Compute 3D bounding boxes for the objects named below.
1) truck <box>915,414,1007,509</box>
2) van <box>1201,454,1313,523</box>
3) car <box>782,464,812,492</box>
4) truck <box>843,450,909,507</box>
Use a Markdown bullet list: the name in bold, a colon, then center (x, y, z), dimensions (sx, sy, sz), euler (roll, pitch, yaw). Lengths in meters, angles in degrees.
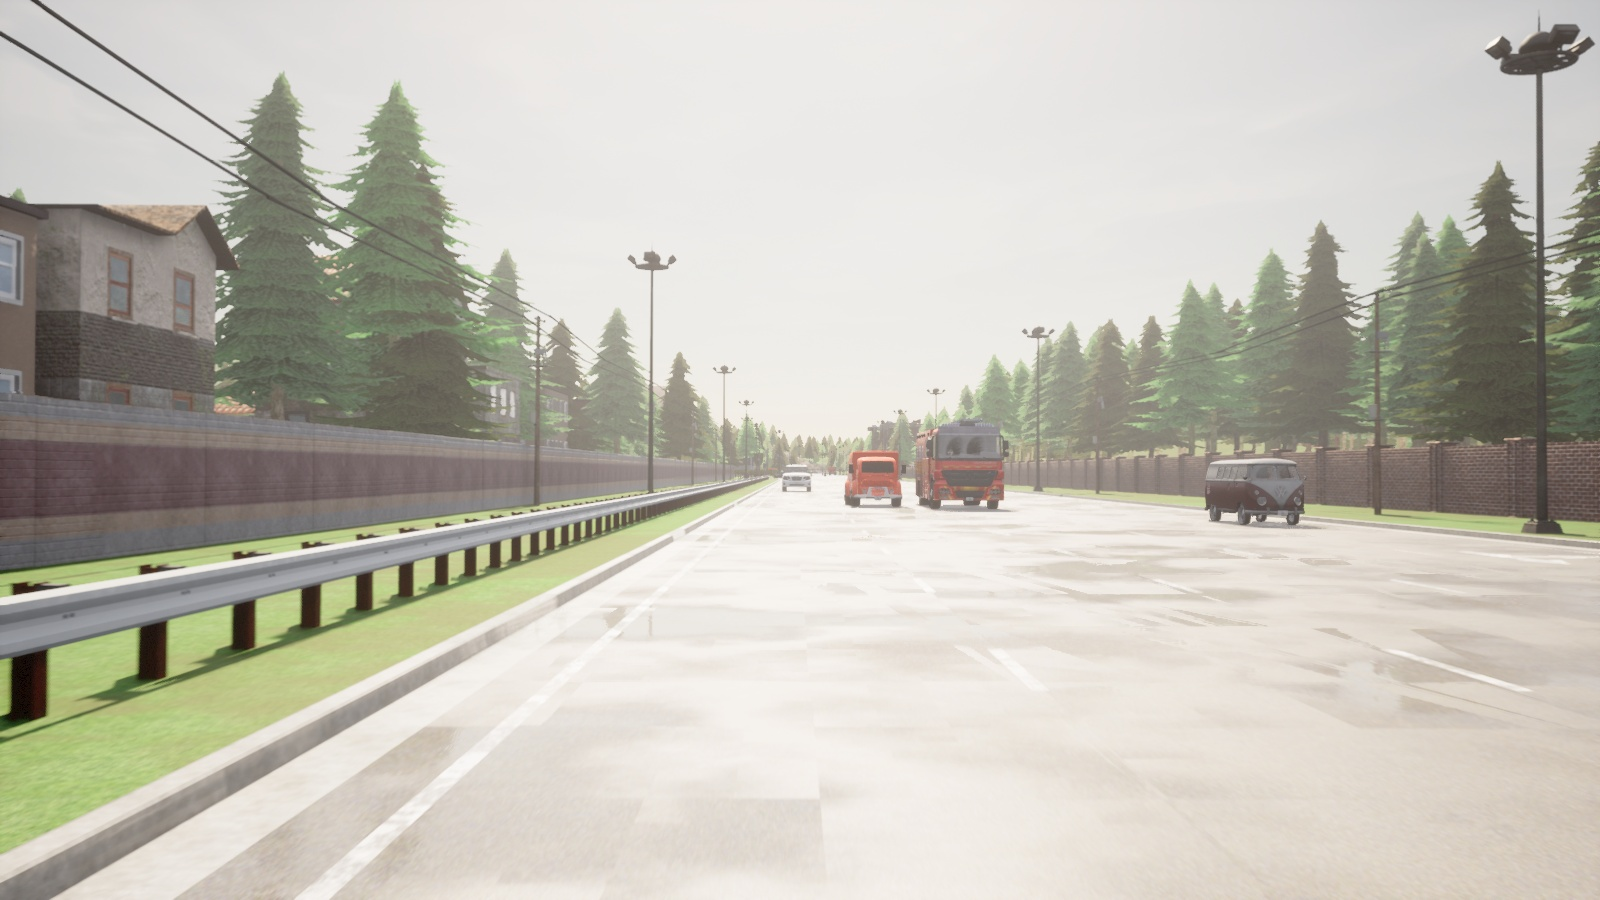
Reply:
- **truck**: center (6.864, 0.538, 54.701), dimensions (2.891, 3.827, 8.468), euler (0, -1, 0)
- **van**: center (13.906, 1.156, 38.498), dimensions (1.775, 1.987, 4.442), euler (0, -1, 0)
- **car**: center (-0.230, 2.128, 95.176), dimensions (2.150, 2.045, 5.566), euler (0, -1, 0)
- **truck**: center (3.362, 1.263, 56.659), dimensions (2.627, 2.467, 5.204), euler (0, -1, 0)
